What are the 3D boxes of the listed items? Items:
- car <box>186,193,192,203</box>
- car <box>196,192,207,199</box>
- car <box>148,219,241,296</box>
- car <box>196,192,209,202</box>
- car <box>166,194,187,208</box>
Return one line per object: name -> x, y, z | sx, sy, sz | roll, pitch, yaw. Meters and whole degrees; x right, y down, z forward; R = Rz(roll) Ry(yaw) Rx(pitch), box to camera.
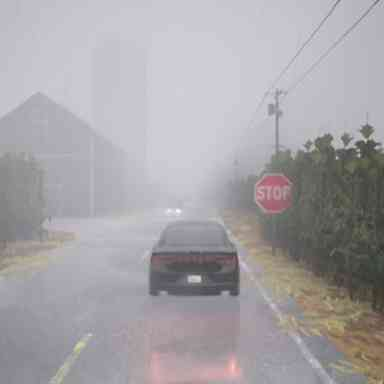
car -> -1.127, 1.061, 59.417 | 2.097, 1.767, 4.553 | 0, 0, 4
car -> 2.251, 0.802, 78.600 | 2.097, 1.767, 4.553 | 0, 0, -4
car -> 0.057, 1.435, 8.578 | 1.882, 1.535, 5.008 | 0, 0, 0
car -> 2.488, 1.157, 68.494 | 2.128, 1.511, 4.902 | 0, 0, -1
car -> -2.222, 1.279, 43.529 | 2.128, 1.511, 4.902 | 0, 0, 4
